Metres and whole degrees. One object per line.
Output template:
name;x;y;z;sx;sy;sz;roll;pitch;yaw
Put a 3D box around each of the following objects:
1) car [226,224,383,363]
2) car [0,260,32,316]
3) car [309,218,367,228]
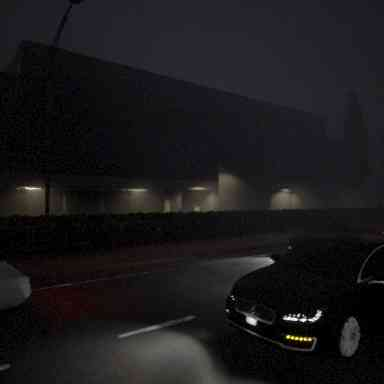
car;2.778;1.570;6.079;4.892;1.490;1.837;1;0;-37
car;-5.078;1.589;4.793;4.718;1.301;1.895;1;-1;-40
car;5.491;1.697;12.455;4.181;1.385;1.994;1;0;-37
